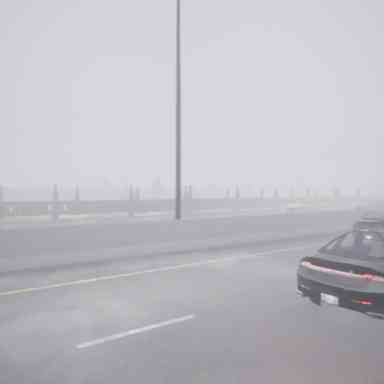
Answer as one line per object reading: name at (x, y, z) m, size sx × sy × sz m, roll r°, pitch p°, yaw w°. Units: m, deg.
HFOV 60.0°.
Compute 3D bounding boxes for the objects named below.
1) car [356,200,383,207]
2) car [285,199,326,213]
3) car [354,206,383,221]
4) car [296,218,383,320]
car at (19.115, 1.550, 34.733) m, size 5.357 × 1.411 × 2.033 m, roll 0°, pitch 0°, yaw -35°
car at (11.553, 1.480, 33.688) m, size 5.008 × 1.535 × 1.882 m, roll 0°, pitch 0°, yaw -35°
car at (8.831, 1.506, 14.335) m, size 4.892 × 1.490 × 1.837 m, roll 0°, pitch 0°, yaw -35°
car at (4.170, 1.492, 6.716) m, size 4.902 × 1.511 × 2.128 m, roll 0°, pitch 0°, yaw -35°
